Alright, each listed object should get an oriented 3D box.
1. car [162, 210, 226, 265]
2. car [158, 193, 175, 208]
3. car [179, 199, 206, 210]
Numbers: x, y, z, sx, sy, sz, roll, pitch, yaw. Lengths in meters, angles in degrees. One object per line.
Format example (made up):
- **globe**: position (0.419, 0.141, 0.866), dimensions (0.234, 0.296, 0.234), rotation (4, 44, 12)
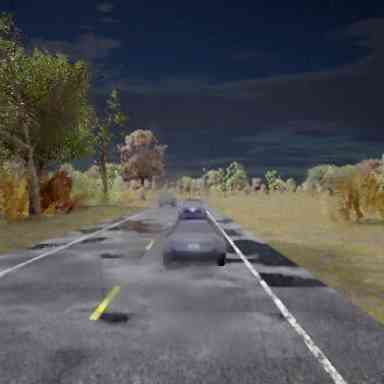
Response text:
- **car**: position (0.071, 1.558, 11.703), dimensions (1.994, 1.385, 4.181), rotation (0, 0, 0)
- **car**: position (-3.584, 1.185, 48.160), dimensions (2.150, 2.045, 5.566), rotation (0, 0, 0)
- **car**: position (0.068, 1.335, 26.308), dimensions (2.097, 1.767, 4.553), rotation (0, 0, 0)
